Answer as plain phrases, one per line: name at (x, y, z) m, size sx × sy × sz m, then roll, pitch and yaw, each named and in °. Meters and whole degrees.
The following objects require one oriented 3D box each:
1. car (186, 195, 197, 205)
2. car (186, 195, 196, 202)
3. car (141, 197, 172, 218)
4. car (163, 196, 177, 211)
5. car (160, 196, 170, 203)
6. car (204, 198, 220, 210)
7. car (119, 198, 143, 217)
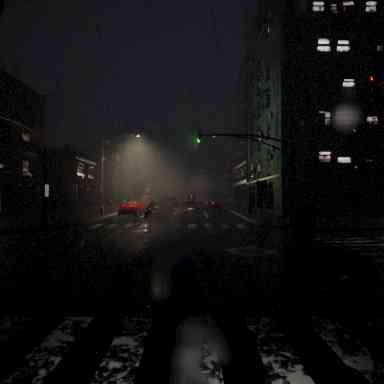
car at (-0.143, 1.562, 59.591) m, size 2.033 × 1.411 × 5.357 m, roll 0°, pitch 0°, yaw 0°
car at (-0.169, 1.390, 70.017) m, size 2.033 × 1.411 × 5.357 m, roll 0°, pitch 0°, yaw 0°
car at (-3.164, 1.512, 30.414) m, size 1.837 × 1.490 × 4.892 m, roll 0°, pitch 0°, yaw 0°
car at (-3.185, 1.487, 40.471) m, size 1.882 × 1.535 × 5.008 m, roll 0°, pitch 0°, yaw 0°
car at (-5.850, 1.601, 71.709) m, size 1.802 × 1.307 × 4.206 m, roll 1°, pitch 0°, yaw 0°
car at (2.601, 1.450, 43.357) m, size 1.967 × 1.590 × 4.097 m, roll 1°, pitch 0°, yaw 0°
car at (-5.830, 1.553, 31.907) m, size 1.887 × 1.381 × 4.507 m, roll 1°, pitch 0°, yaw 0°
